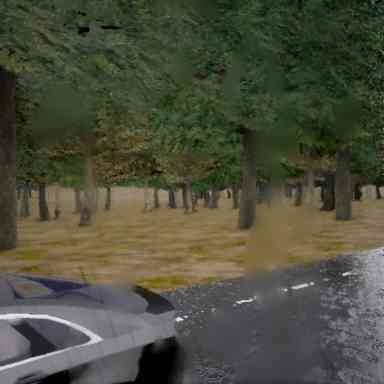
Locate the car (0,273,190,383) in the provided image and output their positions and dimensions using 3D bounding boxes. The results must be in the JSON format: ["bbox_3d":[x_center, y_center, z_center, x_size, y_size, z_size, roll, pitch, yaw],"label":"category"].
[{"bbox_3d":[-2.319,1.493,2.338,4.902,1.511,2.128,0,0,-35],"label":"car"}]
